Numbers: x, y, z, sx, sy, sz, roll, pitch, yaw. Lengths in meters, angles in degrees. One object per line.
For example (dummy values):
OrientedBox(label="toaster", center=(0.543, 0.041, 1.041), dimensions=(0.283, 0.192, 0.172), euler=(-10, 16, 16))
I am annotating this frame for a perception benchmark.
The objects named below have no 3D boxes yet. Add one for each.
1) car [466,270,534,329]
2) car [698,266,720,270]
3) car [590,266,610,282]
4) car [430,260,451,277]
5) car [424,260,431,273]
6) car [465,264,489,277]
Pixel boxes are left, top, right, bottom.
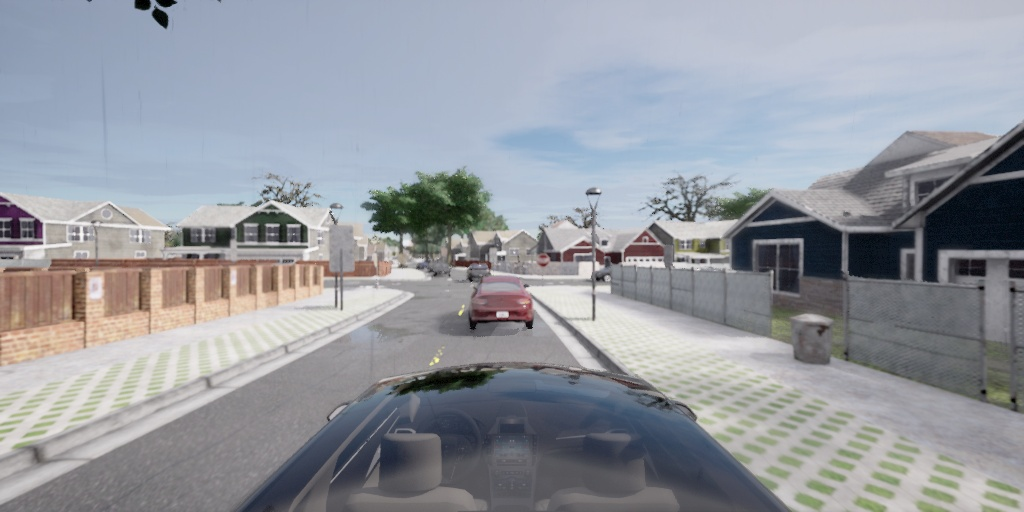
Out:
OrientedBox(label="car", center=(-0.382, 1.337, 11.474), dimensions=(1.812, 1.442, 4.674), euler=(0, 0, -3))
OrientedBox(label="car", center=(18.887, 1.725, 35.163), dimensions=(4.181, 1.385, 1.994), euler=(1, 1, -18))
OrientedBox(label="car", center=(9.440, 1.559, 32.322), dimensions=(4.892, 1.490, 1.837), euler=(1, 1, -16))
OrientedBox(label="car", center=(-7.966, 1.531, 40.469), dimensions=(1.837, 1.490, 4.892), euler=(0, 0, -15))
OrientedBox(label="car", center=(-10.837, 1.606, 50.529), dimensions=(1.837, 1.490, 4.892), euler=(0, -1, -18))
OrientedBox(label="car", center=(-3.060, 1.442, 32.018), dimensions=(2.128, 1.511, 4.902), euler=(0, 0, -11))
